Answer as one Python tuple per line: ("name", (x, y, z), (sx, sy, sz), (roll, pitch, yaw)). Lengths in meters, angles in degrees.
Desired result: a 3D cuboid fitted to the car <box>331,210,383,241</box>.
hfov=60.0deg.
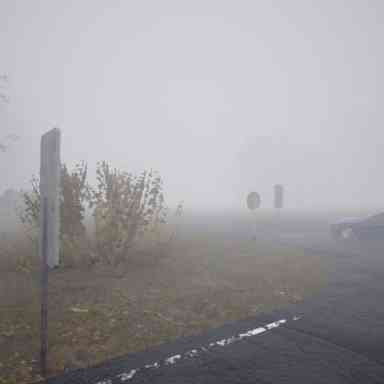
("car", (9.315, 1.605, 15.825), (5.008, 1.535, 1.882), (0, 2, 30))
